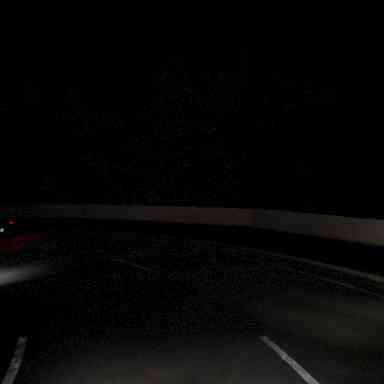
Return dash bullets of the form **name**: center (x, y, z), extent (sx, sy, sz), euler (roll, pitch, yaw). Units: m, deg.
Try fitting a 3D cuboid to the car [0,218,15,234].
- **car**: center (-11.917, 1.656, 17.205), extent (4.718, 1.301, 1.895), euler (0, 0, 5)
